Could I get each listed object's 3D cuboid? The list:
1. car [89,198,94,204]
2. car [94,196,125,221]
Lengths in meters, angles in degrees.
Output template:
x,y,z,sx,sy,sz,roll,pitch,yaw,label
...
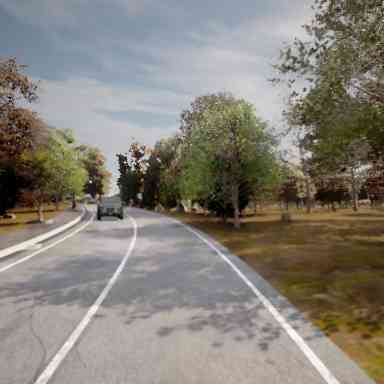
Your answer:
x,y,z,sx,sy,sz,roll,pitch,yaw,label
-20.600,1.907,69.862,1.895,1.301,4.718,2,-1,-20,car
-7.277,1.409,29.768,2.150,2.045,5.566,1,0,-14,car
